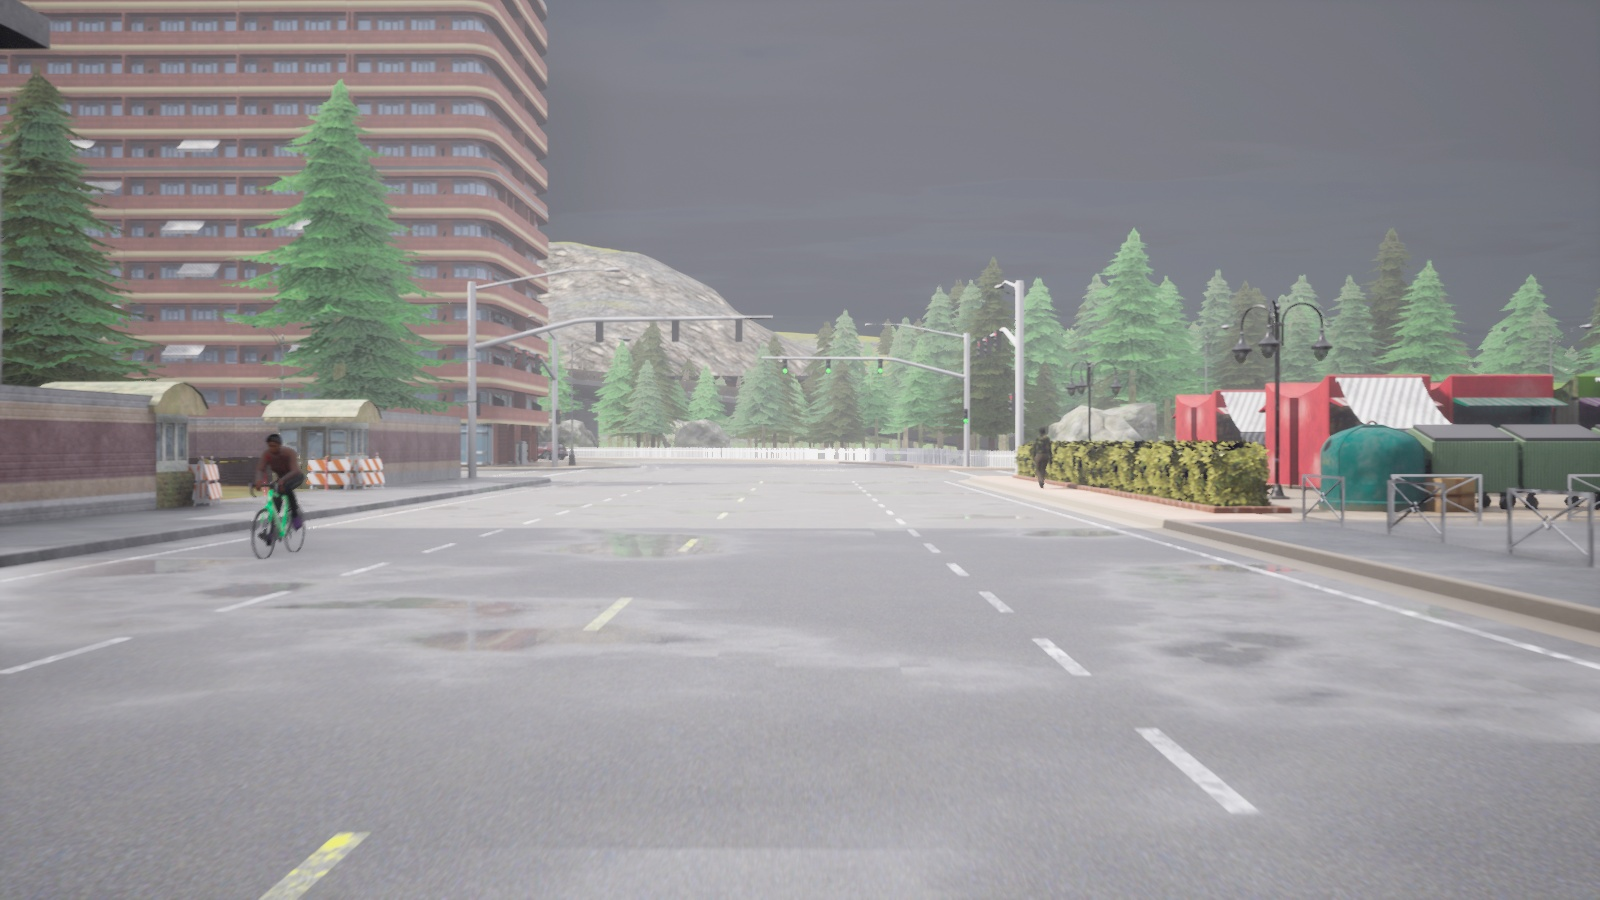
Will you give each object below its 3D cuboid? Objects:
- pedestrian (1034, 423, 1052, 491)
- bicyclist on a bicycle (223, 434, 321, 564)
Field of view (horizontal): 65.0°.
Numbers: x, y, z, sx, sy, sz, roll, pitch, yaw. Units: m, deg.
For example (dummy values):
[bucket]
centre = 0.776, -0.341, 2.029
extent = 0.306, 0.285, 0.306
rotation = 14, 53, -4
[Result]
[pedestrian]
centre = 6.987, 0.203, 36.090
extent = 0.395, 1.930, 0.692
rotation = 0, 0, 2
[bicyclist on a bicycle]
centre = -6.890, 0.601, 16.462
extent = 0.582, 1.620, 1.656
rotation = 0, 1, 0
